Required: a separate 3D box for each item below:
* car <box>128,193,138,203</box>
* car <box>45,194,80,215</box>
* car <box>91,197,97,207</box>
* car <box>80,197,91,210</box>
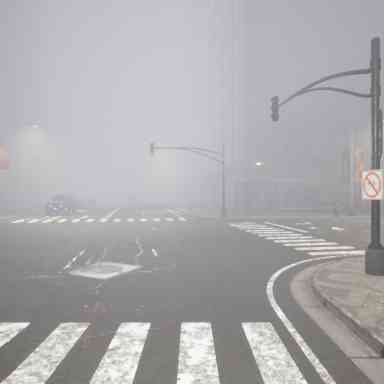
[{"bbox_3d":[-13.135,1.317,74.004,2.150,2.045,5.566,0,0,-9],"label":"car"},{"bbox_3d":[-13.331,1.246,34.117,2.150,2.045,5.566,0,0,-10],"label":"car"},{"bbox_3d":[-16.558,1.526,54.007,1.882,1.535,5.008,0,0,-9],"label":"car"},{"bbox_3d":[-14.946,1.599,43.976,1.994,1.385,4.181,0,0,-10],"label":"car"}]
